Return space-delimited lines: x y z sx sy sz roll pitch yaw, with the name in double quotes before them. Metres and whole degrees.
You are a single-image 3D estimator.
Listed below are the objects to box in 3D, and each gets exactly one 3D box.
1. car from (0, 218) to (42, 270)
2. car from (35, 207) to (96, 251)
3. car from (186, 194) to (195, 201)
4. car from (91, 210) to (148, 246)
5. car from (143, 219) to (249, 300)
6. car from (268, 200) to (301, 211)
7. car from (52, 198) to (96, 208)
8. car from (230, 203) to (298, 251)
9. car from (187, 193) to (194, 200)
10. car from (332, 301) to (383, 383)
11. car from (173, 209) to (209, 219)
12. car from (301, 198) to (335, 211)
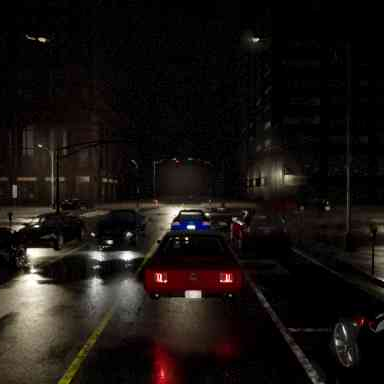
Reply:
"car" -5.788 1.566 8.317 1.947 1.339 4.313 0 0 0
"car" -5.805 1.551 13.954 2.008 1.369 4.403 0 0 0
"car" -0.329 1.409 82.255 2.097 1.767 4.553 0 0 0
"car" -3.171 1.548 15.454 2.033 1.411 5.357 0 0 0
"car" 0.040 1.601 8.352 1.895 1.301 4.718 0 0 0
"car" 8.995 1.533 35.597 4.181 1.385 1.994 0 0 -1
"car" -13.772 1.514 38.730 4.892 1.490 1.837 0 0 0
"car" 2.720 1.441 13.980 1.967 1.590 4.097 0 0 0
"car" -0.399 1.288 92.263 2.097 1.767 4.553 0 0 0
"car" 2.753 1.566 2.708 1.947 1.339 4.313 0 0 0
"car" -0.047 1.565 17.108 1.994 1.385 4.181 0 0 0
"car" 14.101 1.447 38.858 4.892 1.490 1.837 0 0 1
